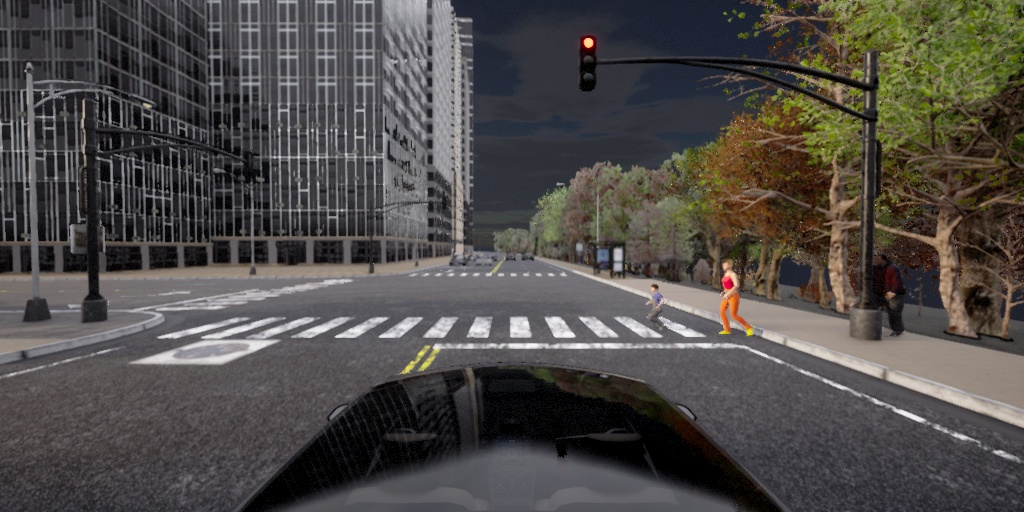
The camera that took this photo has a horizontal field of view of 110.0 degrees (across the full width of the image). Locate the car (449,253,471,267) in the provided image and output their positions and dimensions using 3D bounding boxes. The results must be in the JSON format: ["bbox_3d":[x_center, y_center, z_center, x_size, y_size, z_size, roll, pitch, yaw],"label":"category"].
[{"bbox_3d":[-6.732,0.575,45.536,1.812,1.442,4.674,0,1,0],"label":"car"}]

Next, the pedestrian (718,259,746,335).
[{"bbox_3d":[5.116,0.935,8.428,0.375,1.860,0.375,0,1,0],"label":"pedestrian"}]

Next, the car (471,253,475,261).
[{"bbox_3d":[-6.744,0.250,63.601,2.128,1.511,4.902,0,1,0],"label":"car"}]

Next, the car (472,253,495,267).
[{"bbox_3d":[-3.483,0.655,45.177,1.895,1.301,4.718,0,1,0],"label":"car"}]

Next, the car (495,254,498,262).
[{"bbox_3d":[-3.491,0.313,63.101,2.033,1.411,5.357,0,1,0],"label":"car"}]

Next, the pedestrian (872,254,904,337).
[{"bbox_3d":[7.953,0.793,7.699,0.375,1.860,0.375,0,1,0],"label":"pedestrian"}]

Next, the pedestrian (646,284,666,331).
[{"bbox_3d":[3.616,1.208,8.894,0.375,1.300,0.375,0,1,0],"label":"pedestrian"}]
